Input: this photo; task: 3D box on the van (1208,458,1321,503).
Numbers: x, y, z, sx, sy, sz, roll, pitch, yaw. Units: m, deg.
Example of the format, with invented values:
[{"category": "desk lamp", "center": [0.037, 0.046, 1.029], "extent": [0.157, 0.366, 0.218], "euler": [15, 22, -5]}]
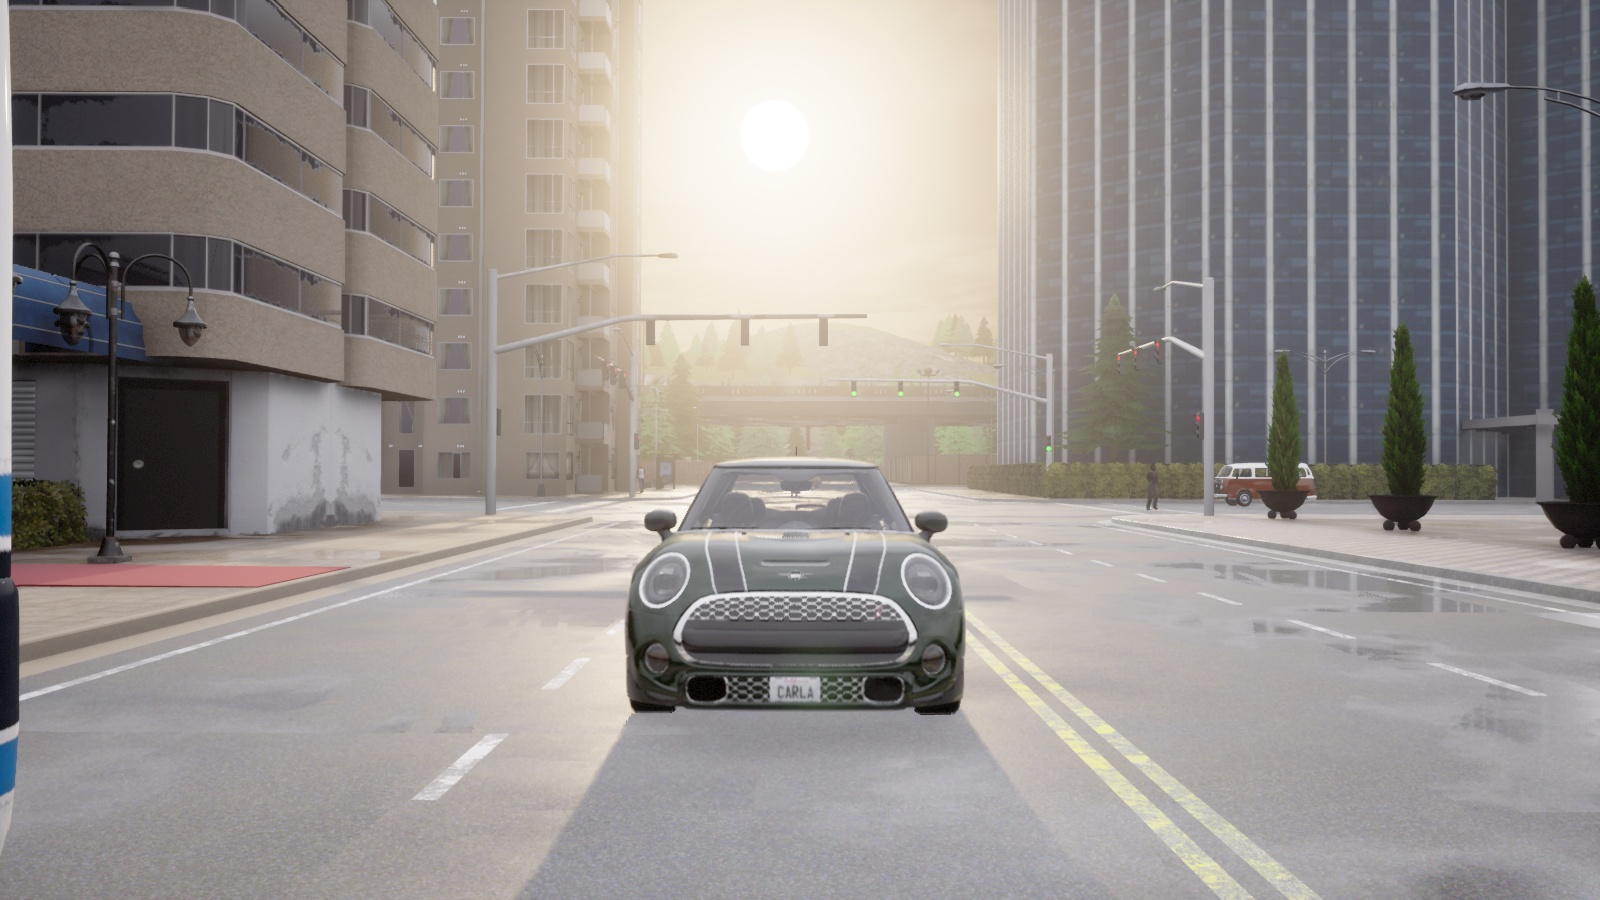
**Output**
[{"category": "van", "center": [21.638, 1.433, 58.627], "extent": [4.480, 2.038, 2.069], "euler": [0, -1, -1]}]

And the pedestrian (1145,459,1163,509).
[{"category": "pedestrian", "center": [13.847, 1.321, 49.143], "extent": [0.402, 1.930, 0.666], "euler": [0, -1, -13]}]

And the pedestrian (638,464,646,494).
[{"category": "pedestrian", "center": [-9.843, 1.824, 78.278], "extent": [0.354, 1.836, 0.706], "euler": [0, -1, 0]}]

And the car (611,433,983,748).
[{"category": "car", "center": [-0.025, 0.830, 9.363], "extent": [2.097, 1.767, 4.553], "euler": [0, -1, 0]}]
